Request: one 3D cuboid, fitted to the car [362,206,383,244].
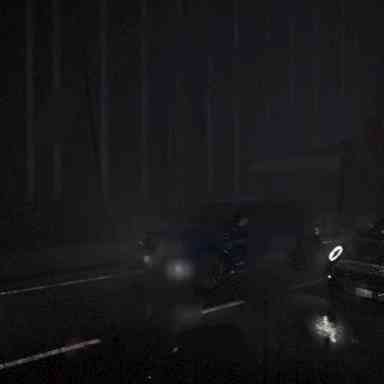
[{"bbox_3d":[10.080,1.417,15.465,4.892,1.490,1.837,0,0,-35],"label":"car"}]

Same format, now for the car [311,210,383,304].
[{"bbox_3d":[5.084,1.308,7.614,4.553,1.767,2.097,0,0,-35],"label":"car"}]

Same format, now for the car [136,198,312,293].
[{"bbox_3d":[1.250,1.192,9.182,5.566,2.045,2.150,0,0,-35],"label":"car"}]
